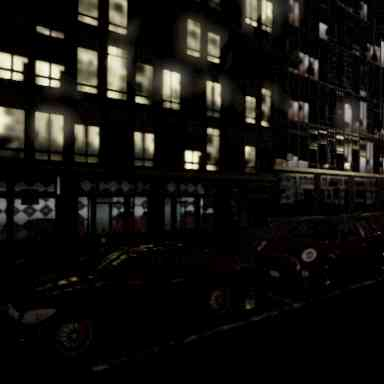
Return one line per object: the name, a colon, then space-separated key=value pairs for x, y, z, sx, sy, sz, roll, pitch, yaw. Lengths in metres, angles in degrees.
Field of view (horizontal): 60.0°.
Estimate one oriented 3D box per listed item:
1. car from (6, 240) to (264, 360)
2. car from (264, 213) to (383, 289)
car: x=-0.900 y=1.580 z=5.909 sx=4.206 sy=1.307 sz=1.802 roll=0 pitch=1 yaw=-36
car: x=3.612 y=1.431 z=9.133 sx=4.097 sy=1.590 sz=1.967 roll=0 pitch=1 yaw=-36
